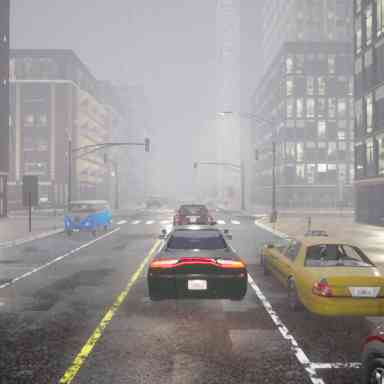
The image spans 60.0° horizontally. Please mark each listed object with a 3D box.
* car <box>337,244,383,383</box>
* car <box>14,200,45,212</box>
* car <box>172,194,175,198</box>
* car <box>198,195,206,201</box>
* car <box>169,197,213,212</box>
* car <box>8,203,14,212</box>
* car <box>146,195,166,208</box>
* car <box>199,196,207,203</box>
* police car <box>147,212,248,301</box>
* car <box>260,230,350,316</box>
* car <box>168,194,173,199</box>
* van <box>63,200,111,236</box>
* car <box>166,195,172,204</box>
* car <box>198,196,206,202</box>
[{"bbox_3d":[2.704,1.441,1.829,1.967,1.590,4.097,1,0,0],"label":"car"},{"bbox_3d":[-19.093,1.538,37.785,4.507,1.381,1.887,0,-1,0],"label":"car"},{"bbox_3d":[-5.766,1.646,79.110,1.967,1.590,4.097,0,0,0],"label":"car"},{"bbox_3d":[2.602,1.704,90.445,1.967,1.590,4.097,0,0,0],"label":"car"},{"bbox_3d":[0.066,1.369,18.559,2.097,1.767,4.553,0,0,0],"label":"car"},{"bbox_3d":[-19.054,1.214,29.409,5.009,1.841,2.192,0,-1,0],"label":"car"},{"bbox_3d":[-5.735,1.407,50.797,2.192,1.841,5.009,0,0,0],"label":"car"},{"bbox_3d":[2.613,1.732,79.288,1.752,1.417,4.829,0,0,0],"label":"car"},{"bbox_3d":[0.093,1.509,8.449,2.038,1.542,4.974,0,0,0],"label":"police car"},{"bbox_3d":[2.699,1.529,7.523,1.752,1.417,4.829,1,0,0],"label":"car"},{"bbox_3d":[-5.761,1.760,73.446,1.802,1.307,4.206,0,0,0],"label":"car"},{"bbox_3d":[-5.679,1.358,18.391,1.690,1.788,3.998,1,0,0],"label":"van"},{"bbox_3d":[-5.755,1.719,67.783,1.947,1.339,4.313,0,0,0],"label":"car"},{"bbox_3d":[2.607,1.801,84.781,1.947,1.339,4.313,0,0,0],"label":"car"}]
